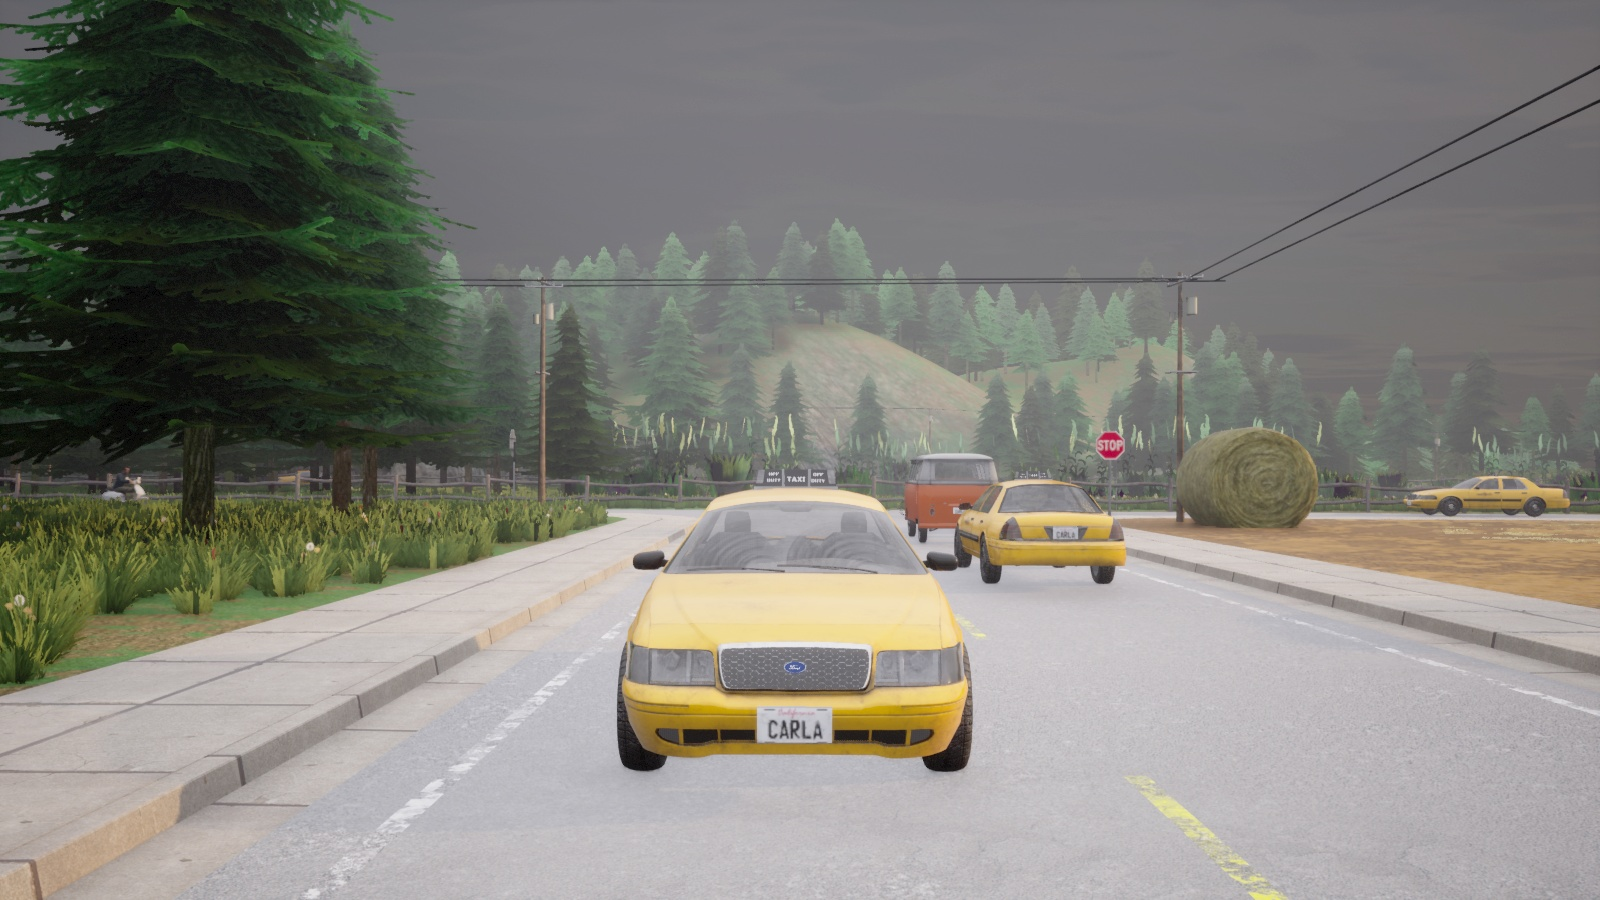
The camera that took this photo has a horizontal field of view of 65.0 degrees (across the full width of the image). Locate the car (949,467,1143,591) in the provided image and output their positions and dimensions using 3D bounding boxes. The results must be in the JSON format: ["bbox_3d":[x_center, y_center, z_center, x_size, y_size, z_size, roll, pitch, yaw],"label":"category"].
[{"bbox_3d":[3.451,1.053,18.681,1.801,1.575,5.366,0,-1,0],"label":"car"}]

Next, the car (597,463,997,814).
[{"bbox_3d":[-0.022,0.894,8.352,1.801,1.575,5.366,0,-1,0],"label":"car"}]

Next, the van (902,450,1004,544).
[{"bbox_3d":[3.424,1.038,28.899,1.775,1.987,4.442,0,-1,0],"label":"van"}]

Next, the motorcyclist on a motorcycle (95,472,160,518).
[{"bbox_3d":[-23.614,1.568,44.110,1.817,1.590,0.866,0,-1,1],"label":"motorcyclist on a motorcycle"}]

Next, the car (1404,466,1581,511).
[{"bbox_3d":[24.997,1.380,45.474,5.366,1.575,1.801,0,-1,3],"label":"car"}]
